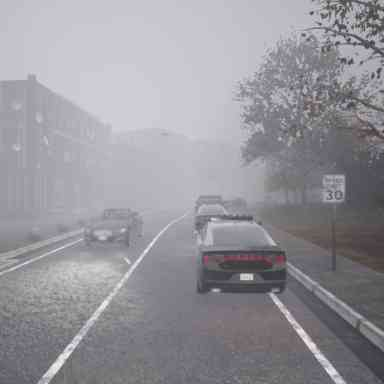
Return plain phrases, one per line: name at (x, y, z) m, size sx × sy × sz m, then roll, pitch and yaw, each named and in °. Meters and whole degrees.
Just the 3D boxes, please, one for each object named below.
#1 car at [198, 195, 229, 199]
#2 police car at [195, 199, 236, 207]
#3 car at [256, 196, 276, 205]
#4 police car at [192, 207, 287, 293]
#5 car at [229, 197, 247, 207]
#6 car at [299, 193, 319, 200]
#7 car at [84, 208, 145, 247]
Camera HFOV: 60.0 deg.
car at (1.389, 1.226, 24.657) m, size 2.150 × 2.045 × 5.566 m, roll 0°, pitch 0°, yaw 5°
police car at (1.103, 1.429, 18.910) m, size 1.930 × 1.638 × 5.238 m, roll 0°, pitch 0°, yaw 1°
car at (12.262, 1.308, 55.298) m, size 1.812 × 1.442 × 4.674 m, roll -1°, pitch 1°, yaw 40°
police car at (1.051, 1.428, 8.972) m, size 1.930 × 1.638 × 5.238 m, roll 0°, pitch 0°, yaw 0°
car at (5.939, 1.406, 45.017) m, size 1.882 × 1.535 × 5.008 m, roll 0°, pitch 0°, yaw 28°
car at (24.942, 0.934, 70.814) m, size 4.674 × 1.442 × 1.812 m, roll -2°, pitch 0°, yaw -31°
car at (-3.367, 1.496, 15.119) m, size 2.128 × 1.511 × 4.902 m, roll 0°, pitch 0°, yaw 1°
